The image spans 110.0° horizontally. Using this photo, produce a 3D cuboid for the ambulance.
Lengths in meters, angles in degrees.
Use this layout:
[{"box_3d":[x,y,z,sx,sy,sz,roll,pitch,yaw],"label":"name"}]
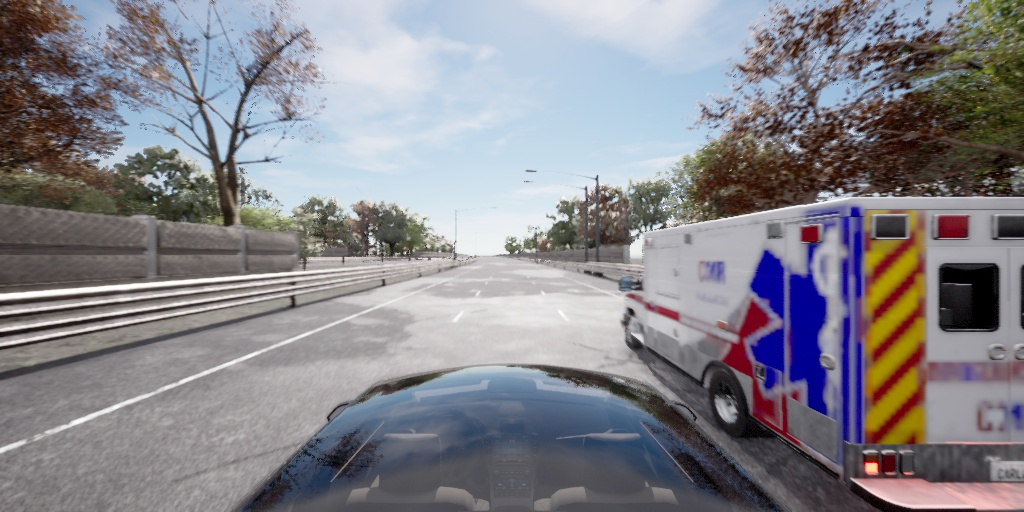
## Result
[{"box_3d":[3.487,0.800,5.401,2.351,2.431,6.366,0,0,0],"label":"ambulance"}]
